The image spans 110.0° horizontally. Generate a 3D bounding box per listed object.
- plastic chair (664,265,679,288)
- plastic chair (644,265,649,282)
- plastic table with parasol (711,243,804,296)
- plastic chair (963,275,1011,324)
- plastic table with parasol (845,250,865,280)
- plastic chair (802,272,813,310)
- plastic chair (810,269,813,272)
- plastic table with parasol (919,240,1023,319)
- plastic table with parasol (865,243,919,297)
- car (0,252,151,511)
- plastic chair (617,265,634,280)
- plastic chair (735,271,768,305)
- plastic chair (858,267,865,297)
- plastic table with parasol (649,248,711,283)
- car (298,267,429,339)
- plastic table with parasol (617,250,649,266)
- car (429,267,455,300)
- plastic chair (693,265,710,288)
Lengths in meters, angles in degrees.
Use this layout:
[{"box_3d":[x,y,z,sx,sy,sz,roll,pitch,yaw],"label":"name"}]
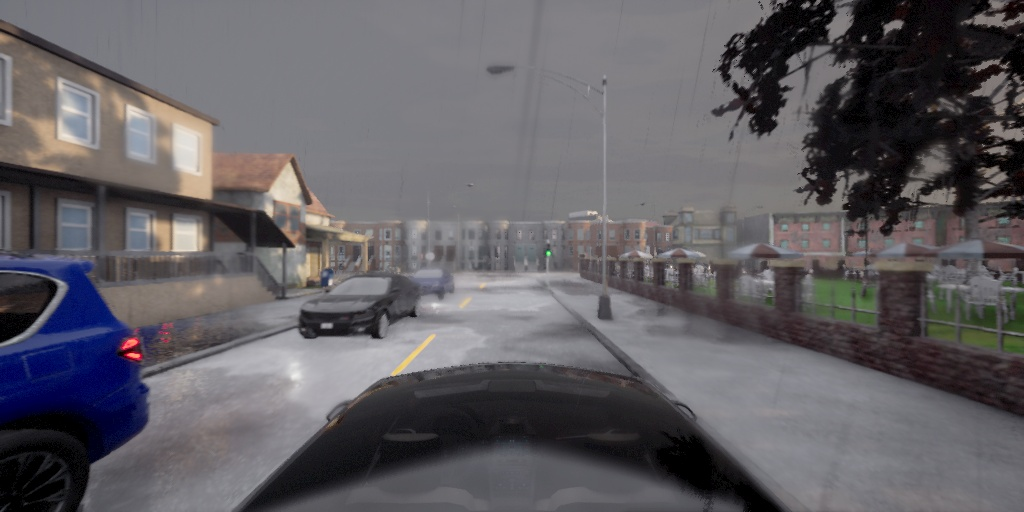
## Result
[{"box_3d":[9.712,1.344,21.994,0.730,1.272,0.750,0,0,-35],"label":"plastic chair"},{"box_3d":[10.419,1.384,27.127,0.750,1.272,0.730,0,0,-40],"label":"plastic chair"},{"box_3d":[9.974,0.707,14.454,2.482,2.480,2.482,0,0,-40],"label":"plastic table with parasol"},{"box_3d":[14.320,1.322,10.813,0.730,1.272,0.750,0,0,-35],"label":"plastic chair"},{"box_3d":[28.265,0.678,28.168,2.482,2.480,2.482,0,0,-38],"label":"plastic table with parasol"},{"box_3d":[10.707,1.331,13.457,0.750,1.272,0.730,0,0,-40],"label":"plastic chair"},{"box_3d":[15.428,1.325,18.946,0.750,1.272,0.730,0,0,-40],"label":"plastic chair"},{"box_3d":[15.294,0.712,11.715,2.482,2.480,2.482,0,0,-40],"label":"plastic table with parasol"},{"box_3d":[17.939,0.646,16.134,2.482,2.480,2.482,0,0,-39],"label":"plastic table with parasol"},{"box_3d":[-4.105,0.970,0.646,2.150,2.045,5.566,0,0,0],"label":"car"},{"box_3d":[8.712,1.384,27.224,0.730,1.272,0.750,0,0,-35],"label":"plastic chair"},{"box_3d":[9.000,1.337,13.554,0.730,1.272,0.750,0,0,-35],"label":"plastic chair"},{"box_3d":[17.190,1.322,17.143,0.750,1.272,0.730,0,0,-41],"label":"plastic chair"},{"box_3d":[10.685,0.742,22.895,2.482,2.480,2.482,0,0,-40],"label":"plastic table with parasol"},{"box_3d":[-4.022,1.243,10.328,1.882,1.535,5.008,0,0,0],"label":"car"},{"box_3d":[9.686,0.782,28.125,2.482,2.480,2.482,0,0,-40],"label":"plastic table with parasol"},{"box_3d":[-4.052,1.305,18.123,1.812,1.442,4.674,0,0,0],"label":"car"},{"box_3d":[11.418,1.338,21.897,0.750,1.272,0.730,0,0,-40],"label":"plastic chair"}]
